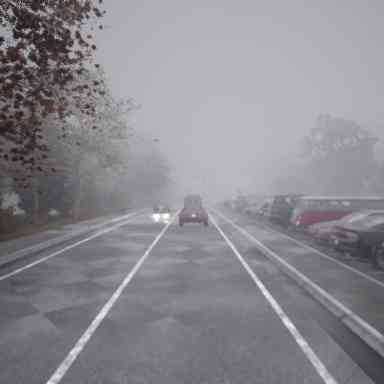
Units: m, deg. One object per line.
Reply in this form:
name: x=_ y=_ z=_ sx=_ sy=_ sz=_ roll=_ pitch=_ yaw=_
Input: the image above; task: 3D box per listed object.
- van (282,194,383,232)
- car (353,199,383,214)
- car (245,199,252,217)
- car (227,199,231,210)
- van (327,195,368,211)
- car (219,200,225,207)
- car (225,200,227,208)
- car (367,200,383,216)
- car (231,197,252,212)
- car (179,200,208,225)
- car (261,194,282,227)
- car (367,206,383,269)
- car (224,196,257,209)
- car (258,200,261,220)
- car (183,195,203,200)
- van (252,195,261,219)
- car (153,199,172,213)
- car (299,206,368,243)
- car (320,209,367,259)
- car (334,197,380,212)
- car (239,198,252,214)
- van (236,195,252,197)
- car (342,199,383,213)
van: x=6.940 y=1.178 z=16.102 sx=4.442 sy=1.987 sz=1.878 roll=0 pitch=0 yaw=0
car: x=20.163 y=1.536 z=35.308 sx=5.008 sy=1.535 sz=2.097 roll=0 pitch=-1 yaw=0
car: x=7.077 y=1.496 z=27.188 sx=4.674 sy=1.452 sz=2.002 roll=0 pitch=-1 yaw=0
car: x=7.100 y=1.635 z=41.068 sx=4.674 sy=1.452 sz=2.002 roll=0 pitch=-1 yaw=0
van: x=20.298 y=1.394 z=43.621 sx=4.442 sy=1.987 sz=1.878 roll=0 pitch=-1 yaw=0
car: x=7.078 y=1.400 z=46.623 sx=5.566 sy=2.045 sz=2.435 roll=0 pitch=-1 yaw=0
car: x=7.131 y=1.653 z=43.844 sx=4.792 sy=1.488 sz=2.163 roll=0 pitch=-1 yaw=0
car: x=20.157 y=1.509 z=32.538 sx=4.892 sy=1.521 sz=2.231 roll=0 pitch=-1 yaw=0
car: x=7.094 y=1.539 z=35.516 sx=5.008 sy=1.535 sz=2.097 roll=0 pitch=-1 yaw=0
car: x=0.104 y=1.541 z=23.905 sx=1.994 sy=1.385 sz=4.181 roll=0 pitch=0 yaw=0
car: x=7.089 y=1.136 z=18.878 sx=5.566 sy=2.045 sz=2.435 roll=0 pitch=0 yaw=0
car: x=7.012 y=1.329 z=7.774 sx=4.553 sy=1.767 sz=2.185 roll=0 pitch=0 yaw=0
car: x=7.142 y=1.556 z=49.393 sx=4.553 sy=1.767 sz=2.185 roll=0 pitch=-1 yaw=0
car: x=7.095 y=1.430 z=21.630 sx=4.792 sy=1.488 sz=2.163 roll=0 pitch=0 yaw=0
car: x=0.120 y=1.322 z=40.160 sx=2.150 sy=2.045 sz=5.566 roll=0 pitch=0 yaw=0
van: x=6.953 y=1.202 z=24.415 sx=4.442 sy=1.987 sz=1.878 roll=0 pitch=-1 yaw=0
car: x=-3.324 y=1.570 z=37.970 sx=2.128 sy=1.511 sz=4.902 roll=0 pitch=-1 yaw=0
car: x=7.055 y=1.461 z=13.328 sx=4.674 sy=1.452 sz=2.002 roll=0 pitch=0 yaw=0
car: x=7.042 y=1.437 z=10.551 sx=5.008 sy=1.535 sz=2.097 roll=0 pitch=0 yaw=0
car: x=20.145 y=1.466 z=40.851 sx=4.553 sy=1.767 sz=2.185 roll=0 pitch=-1 yaw=0
car: x=7.049 y=1.513 z=29.965 sx=4.792 sy=1.488 sz=2.163 roll=0 pitch=-1 yaw=0
van: x=7.209 y=1.341 z=38.295 sx=4.442 sy=1.987 sz=1.878 roll=0 pitch=-1 yaw=0
car: x=20.167 y=1.565 z=38.204 sx=5.008 sy=1.535 sz=2.097 roll=0 pitch=-1 yaw=0
